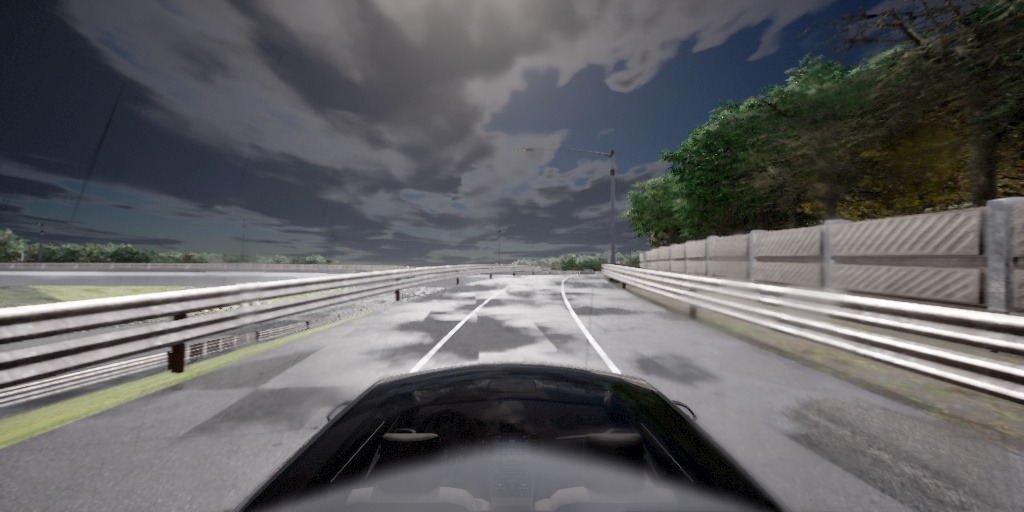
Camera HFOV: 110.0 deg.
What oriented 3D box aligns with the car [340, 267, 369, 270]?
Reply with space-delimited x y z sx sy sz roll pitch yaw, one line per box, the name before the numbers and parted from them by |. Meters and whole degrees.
car | -25.818 2.183 58.786 4.718 1.301 1.895 1 -3 -16
